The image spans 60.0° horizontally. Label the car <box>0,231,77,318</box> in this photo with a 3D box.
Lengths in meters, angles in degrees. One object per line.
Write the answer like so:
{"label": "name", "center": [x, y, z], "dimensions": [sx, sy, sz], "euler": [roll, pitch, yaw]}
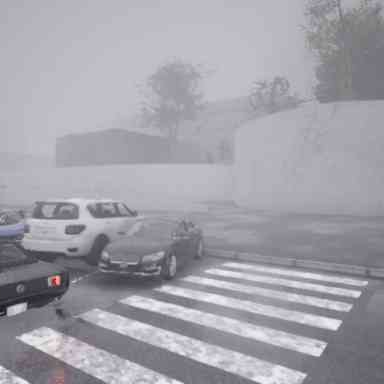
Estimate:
{"label": "car", "center": [-4.625, 1.609, 6.671], "dimensions": [4.718, 1.301, 1.895], "euler": [0, 0, 35]}

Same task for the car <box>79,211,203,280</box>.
{"label": "car", "center": [-0.966, 1.499, 10.179], "dimensions": [2.231, 1.521, 4.892], "euler": [0, -1, 15]}

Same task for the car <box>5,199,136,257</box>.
{"label": "car", "center": [-3.400, 1.253, 11.937], "dimensions": [2.435, 2.045, 5.566], "euler": [0, -1, 15]}

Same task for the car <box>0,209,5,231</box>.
{"label": "car", "center": [-5.828, 1.513, 13.637], "dimensions": [2.097, 1.535, 5.008], "euler": [0, -1, 15]}
